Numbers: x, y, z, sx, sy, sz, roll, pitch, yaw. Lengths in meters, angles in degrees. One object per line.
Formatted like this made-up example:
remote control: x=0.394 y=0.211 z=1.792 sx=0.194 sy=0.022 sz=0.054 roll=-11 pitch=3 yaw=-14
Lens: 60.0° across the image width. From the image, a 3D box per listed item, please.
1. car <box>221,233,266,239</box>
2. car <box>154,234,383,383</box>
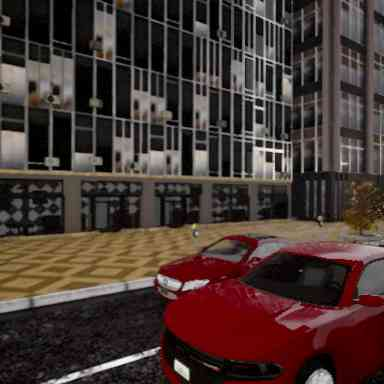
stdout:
car: x=1.195 y=1.616 z=7.413 sx=4.206 sy=1.307 sz=1.802 roll=0 pitch=0 yaw=-35
car: x=1.933 y=1.506 z=4.755 sx=5.008 sy=1.535 sz=1.882 roll=0 pitch=0 yaw=-35
